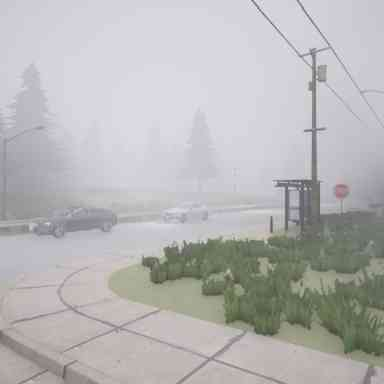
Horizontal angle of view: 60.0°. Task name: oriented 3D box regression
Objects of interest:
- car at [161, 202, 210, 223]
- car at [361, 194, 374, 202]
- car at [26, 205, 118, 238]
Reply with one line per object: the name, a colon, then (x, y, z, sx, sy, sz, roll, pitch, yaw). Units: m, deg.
car: (-0.372, 1.526, 25.881, 1.812, 1.442, 4.674, 0, 0, 36)
car: (40.363, 1.355, 76.506, 2.097, 1.767, 4.553, 0, 0, 36)
car: (-6.218, 1.491, 17.809, 2.128, 1.511, 4.902, 0, 0, 36)
